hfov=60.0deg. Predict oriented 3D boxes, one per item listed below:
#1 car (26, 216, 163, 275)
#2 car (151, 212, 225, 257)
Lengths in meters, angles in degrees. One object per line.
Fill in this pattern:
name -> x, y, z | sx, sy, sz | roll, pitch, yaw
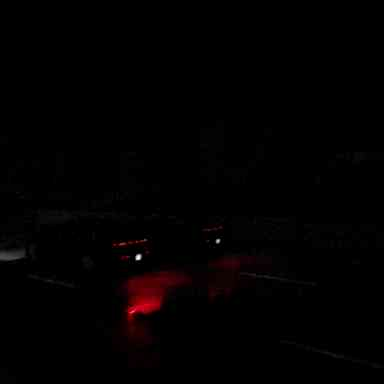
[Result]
car -> -3.475, 1.586, 10.772 | 4.892, 1.490, 1.837 | 0, 0, 36
car -> -1.041, 1.568, 13.332 | 4.902, 1.511, 2.128 | -1, 0, 36
